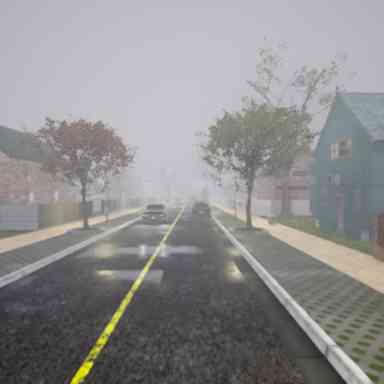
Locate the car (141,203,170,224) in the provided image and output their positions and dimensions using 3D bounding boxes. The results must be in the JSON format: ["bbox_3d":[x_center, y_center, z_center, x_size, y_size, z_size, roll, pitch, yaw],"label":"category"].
[{"bbox_3d":[-2.827,1.654,26.361,1.837,1.490,4.892,0,0,0],"label":"car"}]

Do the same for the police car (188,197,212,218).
[{"bbox_3d":[0.848,1.615,32.365,1.930,1.638,5.238,0,0,0],"label":"police car"}]

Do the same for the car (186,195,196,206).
[{"bbox_3d":[0.048,1.694,66.581,2.150,2.045,5.566,0,-1,0],"label":"car"}]

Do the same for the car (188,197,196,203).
[{"bbox_3d":[0.063,2.094,89.792,2.033,1.411,5.357,0,-1,0],"label":"car"}]

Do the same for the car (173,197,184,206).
[{"bbox_3d":[-2.712,1.818,67.062,2.097,1.767,4.553,0,-1,0],"label":"car"}]

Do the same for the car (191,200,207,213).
[{"bbox_3d":[0.855,1.769,42.255,1.837,1.490,4.892,0,0,0],"label":"car"}]
